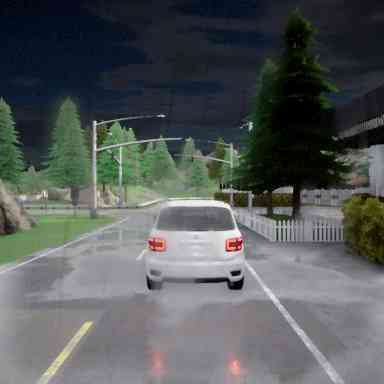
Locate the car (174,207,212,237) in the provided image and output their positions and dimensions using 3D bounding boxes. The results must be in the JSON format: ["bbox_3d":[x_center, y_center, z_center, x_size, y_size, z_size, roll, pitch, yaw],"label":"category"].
[{"bbox_3d":[0.018,1.601,18.977,1.895,1.301,4.718,0,0,0],"label":"car"}]

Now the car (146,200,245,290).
[{"bbox_3d":[0.064,1.221,9.214,2.150,2.045,5.566,0,0,0],"label":"car"}]
